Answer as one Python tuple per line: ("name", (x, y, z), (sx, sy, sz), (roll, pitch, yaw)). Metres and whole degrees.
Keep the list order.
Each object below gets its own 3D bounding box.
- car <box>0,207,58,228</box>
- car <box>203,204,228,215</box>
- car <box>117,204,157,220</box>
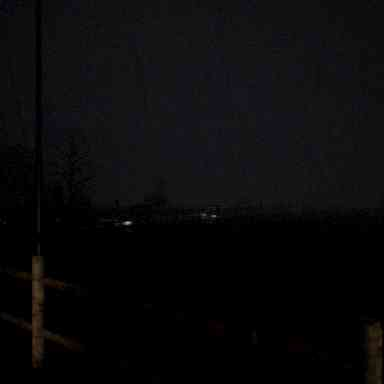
("car", (-12.350, 1.860, 25.072), (1.994, 1.385, 4.181), (1, -1, 35))
("car", (3.453, 2.398, 47.154), (1.812, 1.442, 4.674), (1, -1, 36))
("car", (-5.629, 2.044, 34.485), (1.837, 1.490, 4.892), (1, 1, 35))
